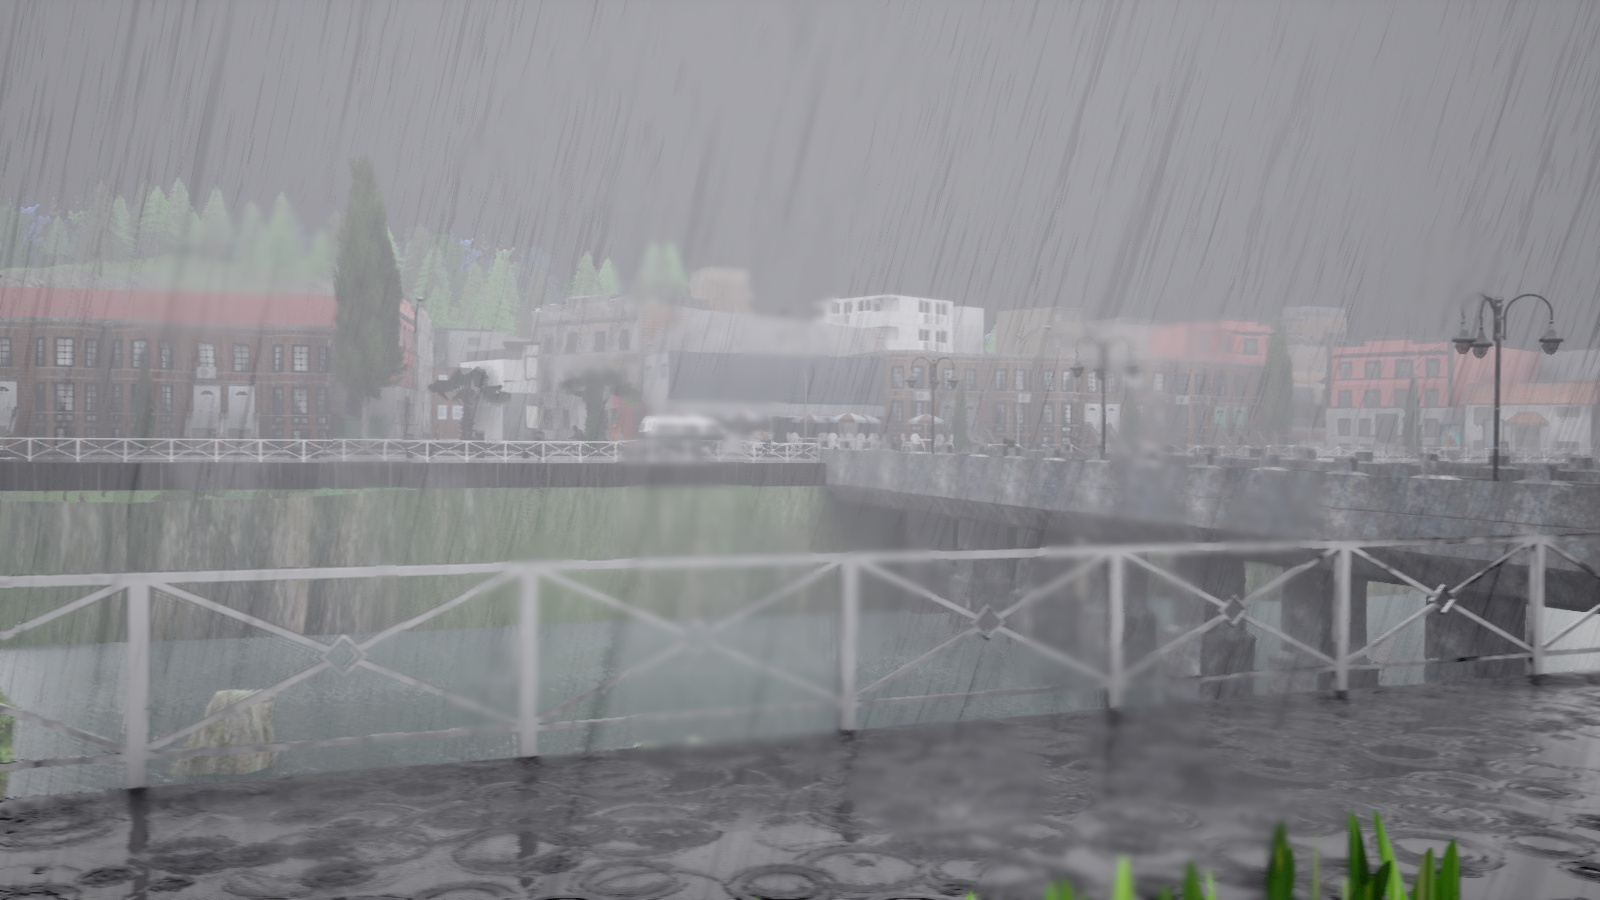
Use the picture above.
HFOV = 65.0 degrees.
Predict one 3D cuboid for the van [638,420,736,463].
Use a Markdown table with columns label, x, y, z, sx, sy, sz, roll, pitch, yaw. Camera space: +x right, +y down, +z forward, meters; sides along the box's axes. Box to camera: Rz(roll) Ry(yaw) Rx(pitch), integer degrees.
| label | x | y | z | sx | sy | sz | roll | pitch | yaw |
| --- | --- | --- | --- | --- | --- | --- | --- | --- | --- |
| van | -5.714 | -0.447 | 63.291 | 4.480 | 2.038 | 2.069 | -1 | 1 | -21 |
